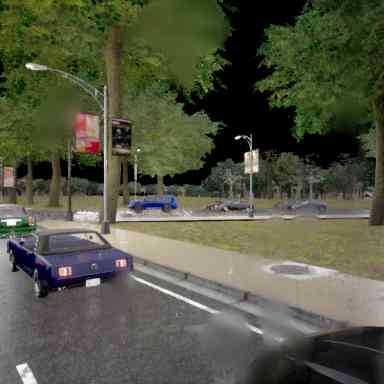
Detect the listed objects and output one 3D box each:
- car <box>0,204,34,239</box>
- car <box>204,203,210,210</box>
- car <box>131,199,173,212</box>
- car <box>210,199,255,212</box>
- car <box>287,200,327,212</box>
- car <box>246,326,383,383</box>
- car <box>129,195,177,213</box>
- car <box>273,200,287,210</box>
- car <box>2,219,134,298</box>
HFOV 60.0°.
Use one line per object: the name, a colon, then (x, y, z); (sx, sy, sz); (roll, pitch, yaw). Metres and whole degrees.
car: (-8.941, 1.352, 15.787); (2.097, 1.767, 4.553); (0, 0, -38)
car: (3.867, 1.708, 43.696); (4.674, 1.442, 1.812); (0, 0, -15)
car: (-4.971, 1.623, 41.405); (4.902, 1.511, 2.128); (0, 0, -14)
car: (5.235, 1.678, 40.696); (4.902, 1.511, 2.128); (0, 0, -14)
car: (15.230, 1.775, 43.283); (4.674, 1.442, 1.812); (0, 0, -14)
car: (2.368, 1.478, 1.232); (1.882, 1.535, 5.008); (0, 0, -38)
car: (-4.446, 1.352, 38.186); (5.566, 2.045, 2.150); (0, 0, -15)
car: (13.443, 1.806, 46.178); (4.181, 1.385, 1.994); (0, 0, -15)
car: (-3.428, 1.601, 8.687); (1.895, 1.301, 4.718); (0, 0, -38)
